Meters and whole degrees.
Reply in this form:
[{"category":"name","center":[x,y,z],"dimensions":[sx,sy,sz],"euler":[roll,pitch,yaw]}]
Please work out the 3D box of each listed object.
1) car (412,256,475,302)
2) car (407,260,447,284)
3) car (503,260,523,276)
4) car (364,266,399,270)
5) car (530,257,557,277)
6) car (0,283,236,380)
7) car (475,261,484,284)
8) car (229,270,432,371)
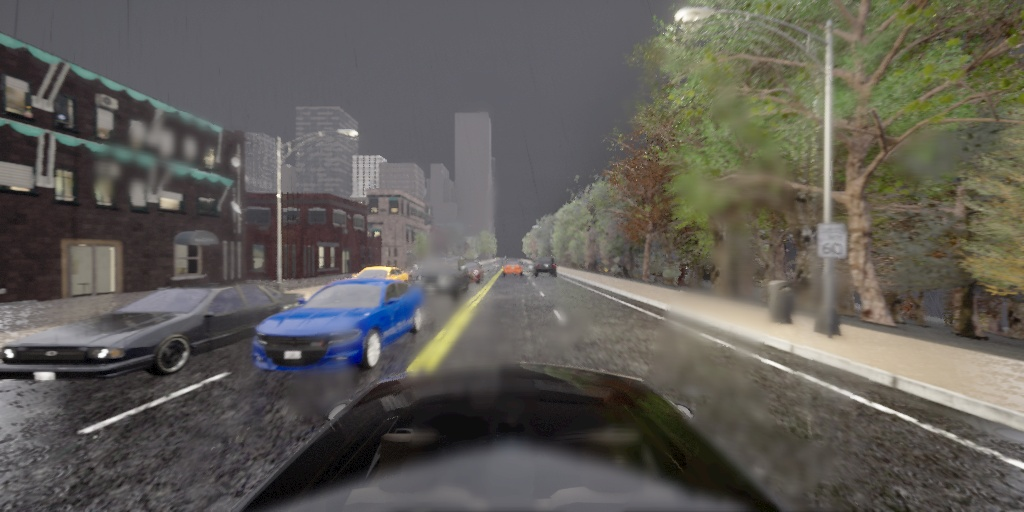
[{"category":"car","center":[-3.356,1.019,17.682],"dimensions":[2.150,2.045,5.566],"euler":[0,0,0]},{"category":"car","center":[-6.593,1.181,28.423],"dimensions":[2.097,1.767,4.553],"euler":[0,0,0]},{"category":"car","center":[0.085,1.212,39.268],"dimensions":[2.097,1.767,4.553],"euler":[0,0,0]},{"category":"car","center":[-6.602,1.276,17.796],"dimensions":[1.882,1.535,5.008],"euler":[0,0,0]},{"category":"car","center":[3.344,1.075,37.259],"dimensions":[2.150,2.045,5.566],"euler":[0,0,0]},{"category":"car","center":[-6.602,1.316,7.726],"dimensions":[2.033,1.411,5.357],"euler":[0,0,0]},{"category":"car","center":[-3.342,1.179,27.749],"dimensions":[2.097,1.767,4.553],"euler":[0,0,0]},{"category":"car","center":[-3.350,1.247,7.989],"dimensions":[1.882,1.535,5.008],"euler":[0,0,0]}]
